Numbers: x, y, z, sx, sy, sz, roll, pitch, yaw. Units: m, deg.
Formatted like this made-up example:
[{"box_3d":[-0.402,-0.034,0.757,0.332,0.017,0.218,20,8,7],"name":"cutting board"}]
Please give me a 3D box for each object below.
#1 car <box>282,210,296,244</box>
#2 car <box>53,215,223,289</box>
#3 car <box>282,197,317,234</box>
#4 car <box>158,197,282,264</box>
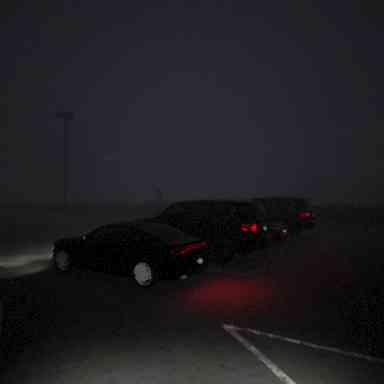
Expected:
[{"box_3d":[2.248,1.643,15.138,4.181,1.385,1.994,-1,0,33],"name":"car"},{"box_3d":[-1.868,1.556,9.464,5.008,1.535,1.882,-1,0,33],"name":"car"},{"box_3d":[3.891,1.306,18.243,5.566,2.045,2.150,-1,0,33],"name":"car"},{"box_3d":[0.152,1.301,12.325,5.566,2.045,2.150,-1,0,33],"name":"car"}]
